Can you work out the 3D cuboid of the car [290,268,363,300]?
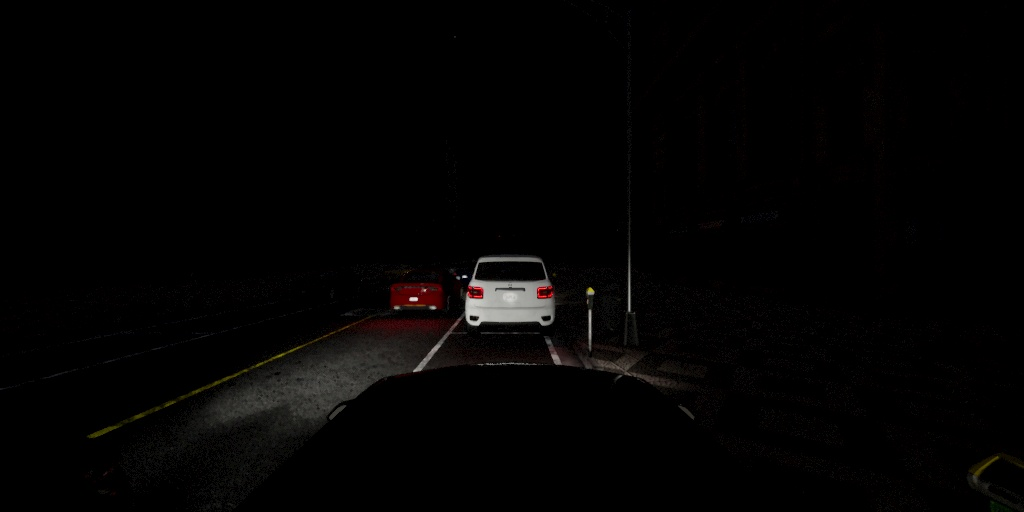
[{"bbox_3d":[-8.919,1.296,17.578,1.888,1.381,4.507,0,0,0],"label":"car"}]

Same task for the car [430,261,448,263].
[{"bbox_3d":[-6.238,1.354,34.631,1.895,1.301,4.718,0,0,0],"label":"car"}]

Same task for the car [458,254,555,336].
[{"bbox_3d":[-0.039,0.979,10.530,2.150,2.045,5.566,0,0,0],"label":"car"}]

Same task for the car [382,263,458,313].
[{"bbox_3d":[-3.145,1.229,13.962,1.882,1.535,5.008,0,0,0],"label":"car"}]

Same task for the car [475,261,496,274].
[{"bbox_3d":[-3.062,1.302,42.390,2.033,1.411,5.357,0,0,0],"label":"car"}]

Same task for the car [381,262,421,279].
[{"bbox_3d":[-8.921,1.278,28.459,1.751,1.417,4.829,0,0,0],"label":"car"}]
